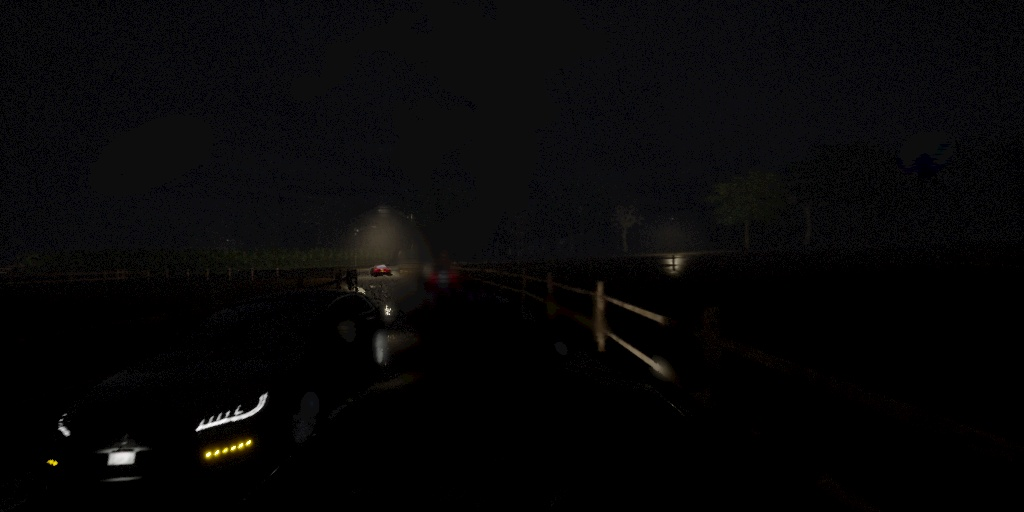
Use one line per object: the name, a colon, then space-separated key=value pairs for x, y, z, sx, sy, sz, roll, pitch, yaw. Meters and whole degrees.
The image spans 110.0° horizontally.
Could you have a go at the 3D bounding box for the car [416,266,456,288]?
car: x=-5.396 y=1.420 z=25.054 sx=2.033 sy=1.411 sz=5.357 roll=-1 pitch=0 yaw=-24

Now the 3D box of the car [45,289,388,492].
car: x=-3.172 y=1.296 z=5.134 sx=1.837 sy=1.490 sz=4.892 roll=-1 pitch=0 yaw=-5

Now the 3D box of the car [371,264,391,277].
car: x=-15.893 y=1.716 z=43.372 sx=1.994 sy=1.385 sz=4.181 roll=-1 pitch=0 yaw=-26
